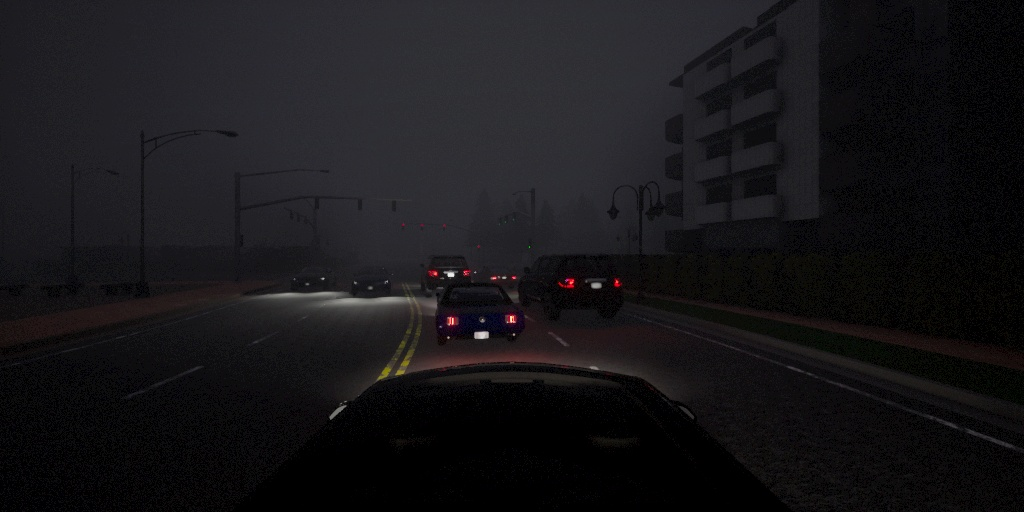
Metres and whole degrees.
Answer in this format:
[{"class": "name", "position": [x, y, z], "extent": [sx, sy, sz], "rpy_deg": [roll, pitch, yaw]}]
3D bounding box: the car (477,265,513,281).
[{"class": "car", "position": [-1.205, 1.297, 22.919], "extent": [2.033, 1.411, 5.357], "rpy_deg": [0, 0, -18]}]

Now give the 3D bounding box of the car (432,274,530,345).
[{"class": "car", "position": [-1.078, 1.351, 9.590], "extent": [1.895, 1.301, 4.718], "rpy_deg": [0, 0, -12]}]

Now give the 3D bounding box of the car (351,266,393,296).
[{"class": "car", "position": [-7.520, 1.275, 19.457], "extent": [1.812, 1.442, 4.674], "rpy_deg": [0, 0, -18]}]

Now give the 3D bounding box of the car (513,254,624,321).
[{"class": "car", "position": [1.790, 0.965, 12.701], "extent": [2.150, 2.045, 5.566], "rpy_deg": [0, -1, -12]}]

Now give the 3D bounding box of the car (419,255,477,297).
[{"class": "car", "position": [-3.614, 0.971, 19.025], "extent": [2.150, 2.045, 5.566], "rpy_deg": [0, 0, -18]}]

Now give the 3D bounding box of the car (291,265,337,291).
[{"class": "car", "position": [-11.990, 1.277, 21.920], "extent": [1.812, 1.442, 4.674], "rpy_deg": [0, 0, -18]}]
